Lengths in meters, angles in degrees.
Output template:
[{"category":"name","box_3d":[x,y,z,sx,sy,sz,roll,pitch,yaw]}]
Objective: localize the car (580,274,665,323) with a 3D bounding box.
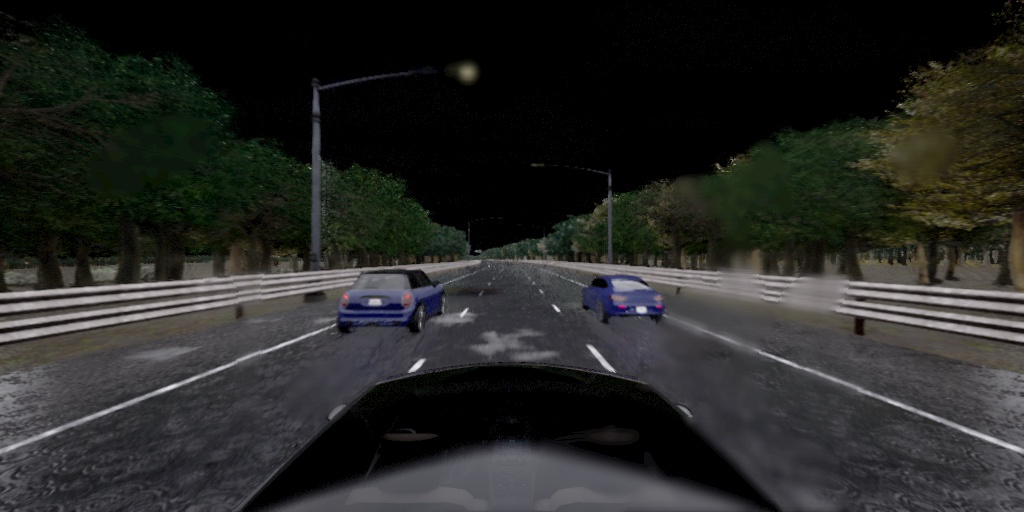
[{"category":"car","box_3d":[3.604,1.341,12.286,1.812,1.442,4.674,0,0,0]}]

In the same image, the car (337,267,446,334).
[{"category":"car","box_3d":[-3.396,1.160,11.025,2.097,1.767,4.553,0,0,0]}]
